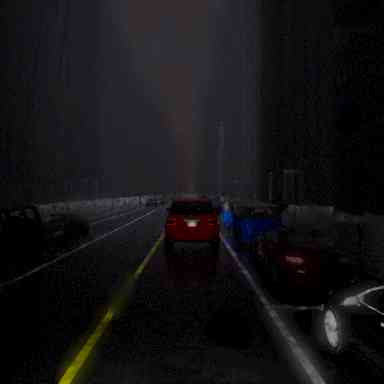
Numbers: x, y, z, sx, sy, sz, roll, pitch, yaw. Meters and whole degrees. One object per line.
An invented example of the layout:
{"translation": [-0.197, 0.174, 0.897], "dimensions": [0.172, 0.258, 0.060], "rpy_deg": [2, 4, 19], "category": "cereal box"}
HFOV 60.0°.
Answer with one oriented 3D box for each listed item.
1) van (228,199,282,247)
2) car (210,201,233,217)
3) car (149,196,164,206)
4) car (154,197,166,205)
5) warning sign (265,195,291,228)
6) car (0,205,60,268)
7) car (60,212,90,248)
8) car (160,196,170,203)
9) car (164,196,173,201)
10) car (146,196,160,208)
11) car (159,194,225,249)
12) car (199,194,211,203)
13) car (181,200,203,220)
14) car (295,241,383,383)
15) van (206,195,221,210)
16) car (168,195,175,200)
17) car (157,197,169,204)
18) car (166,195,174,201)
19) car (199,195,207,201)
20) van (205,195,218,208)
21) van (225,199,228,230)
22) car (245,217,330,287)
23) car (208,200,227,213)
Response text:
{"translation": [2.763, 1.341, 14.694], "dimensions": [1.690, 1.788, 3.998], "rpy_deg": [0, 0, 0], "category": "van"}
{"translation": [2.763, 1.590, 31.726], "dimensions": [1.802, 1.307, 4.206], "rpy_deg": [0, 0, 0], "category": "car"}
{"translation": [-5.762, 1.466, 54.434], "dimensions": [1.967, 1.590, 4.097], "rpy_deg": [0, 0, 0], "category": "car"}
{"translation": [-5.762, 1.555, 59.941], "dimensions": [1.752, 1.417, 4.829], "rpy_deg": [0, 0, 0], "category": "car"}
{"translation": [5.067, 1.117, 19.676], "dimensions": [1.300, 1.860, 1.060], "rpy_deg": [0, 0, 0], "category": "warning sign"}
{"translation": [-5.762, 1.315, 9.015], "dimensions": [2.192, 1.841, 5.009], "rpy_deg": [0, 0, 0], "category": "car"}
{"translation": [-5.762, 1.582, 14.692], "dimensions": [1.802, 1.307, 4.206], "rpy_deg": [0, 0, 0], "category": "car"}
{"translation": [-5.762, 1.564, 71.295], "dimensions": [1.752, 1.417, 4.829], "rpy_deg": [0, 0, 0], "category": "car"}
{"translation": [-5.762, 1.594, 82.821], "dimensions": [1.887, 1.381, 4.507], "rpy_deg": [0, 0, 0], "category": "car"}
{"translation": [-5.762, 1.572, 48.756], "dimensions": [2.008, 1.369, 4.403], "rpy_deg": [0, 0, 0], "category": "car"}
{"translation": [0.000, 1.259, 14.680], "dimensions": [2.150, 2.045, 5.566], "rpy_deg": [0, 0, 0], "category": "car"}
{"translation": [2.763, 1.353, 71.469], "dimensions": [2.192, 1.841, 5.009], "rpy_deg": [0, 0, 0], "category": "car"}
{"translation": [0.000, 1.525, 29.651], "dimensions": [1.837, 1.490, 4.892], "rpy_deg": [0, 0, 0], "category": "car"}
{"translation": [2.763, 1.550, 3.339], "dimensions": [2.008, 1.369, 4.403], "rpy_deg": [0, 0, 0], "category": "car"}
{"translation": [2.763, 1.358, 43.082], "dimensions": [1.690, 1.788, 3.998], "rpy_deg": [0, 0, 0], "category": "van"}
{"translation": [-5.762, 1.608, 94.175], "dimensions": [1.887, 1.381, 4.507], "rpy_deg": [0, 0, 0], "category": "car"}
{"translation": [-5.762, 1.600, 65.789], "dimensions": [1.947, 1.339, 4.313], "rpy_deg": [0, 0, 0], "category": "car"}
{"translation": [-5.763, 1.581, 88.328], "dimensions": [1.752, 1.417, 4.829], "rpy_deg": [0, 0, 0], "category": "car"}
{"translation": [2.762, 1.489, 82.825], "dimensions": [1.967, 1.590, 4.097], "rpy_deg": [0, 0, 0], "category": "car"}
{"translation": [2.763, 1.362, 48.759], "dimensions": [1.690, 1.788, 3.998], "rpy_deg": [0, 0, 0], "category": "van"}
{"translation": [2.763, 1.343, 20.371], "dimensions": [1.690, 1.788, 3.998], "rpy_deg": [0, 0, 0], "category": "van"}
{"translation": [2.763, 1.582, 9.016], "dimensions": [1.802, 1.307, 4.206], "rpy_deg": [0, 0, 0], "category": "car"}
{"translation": [2.763, 1.595, 37.404], "dimensions": [1.802, 1.307, 4.206], "rpy_deg": [0, 0, 0], "category": "car"}
